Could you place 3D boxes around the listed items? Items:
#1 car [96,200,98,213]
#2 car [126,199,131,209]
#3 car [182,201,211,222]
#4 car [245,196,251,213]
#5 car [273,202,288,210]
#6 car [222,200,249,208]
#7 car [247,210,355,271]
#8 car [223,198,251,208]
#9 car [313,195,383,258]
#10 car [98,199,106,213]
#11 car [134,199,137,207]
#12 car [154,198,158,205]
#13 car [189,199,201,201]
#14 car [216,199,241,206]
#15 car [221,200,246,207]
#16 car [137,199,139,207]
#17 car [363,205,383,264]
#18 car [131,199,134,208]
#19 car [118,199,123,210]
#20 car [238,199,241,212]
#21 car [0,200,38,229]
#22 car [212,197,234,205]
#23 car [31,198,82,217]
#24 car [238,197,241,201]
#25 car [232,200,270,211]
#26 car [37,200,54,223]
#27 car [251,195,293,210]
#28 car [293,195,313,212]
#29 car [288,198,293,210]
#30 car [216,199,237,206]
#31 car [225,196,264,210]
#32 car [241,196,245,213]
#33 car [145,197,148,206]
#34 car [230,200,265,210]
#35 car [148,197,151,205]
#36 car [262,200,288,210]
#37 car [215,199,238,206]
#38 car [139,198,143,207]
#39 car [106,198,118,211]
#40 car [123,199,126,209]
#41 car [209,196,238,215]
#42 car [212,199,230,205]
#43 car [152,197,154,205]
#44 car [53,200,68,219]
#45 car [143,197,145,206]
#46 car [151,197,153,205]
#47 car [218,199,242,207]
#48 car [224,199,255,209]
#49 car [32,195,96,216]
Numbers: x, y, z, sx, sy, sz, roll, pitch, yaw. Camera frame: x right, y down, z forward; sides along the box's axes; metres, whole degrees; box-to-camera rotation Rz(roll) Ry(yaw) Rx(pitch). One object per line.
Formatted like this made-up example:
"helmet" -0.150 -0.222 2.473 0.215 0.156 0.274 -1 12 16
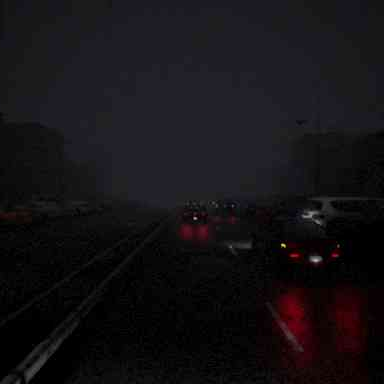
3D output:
"car" -12.596 1.634 34.480 4.674 1.452 2.002 0 -1 0
"car" -12.439 1.931 51.148 4.792 1.488 2.163 0 -1 0
"car" 0.251 1.635 26.273 1.895 1.301 4.718 0 0 0
"car" 7.776 1.281 28.545 5.566 2.045 2.435 0 -1 0
"car" 7.785 1.516 20.281 4.792 1.488 2.163 0 0 0
"car" 8.026 2.136 61.615 4.792 1.488 2.163 0 -1 0
"car" 3.161 1.528 10.756 1.812 1.442 4.674 0 0 0
"car" 7.949 1.925 58.863 4.553 1.767 2.185 0 -1 0
"car" 7.680 1.231 12.011 5.566 2.045 2.435 0 0 0
"car" -12.545 1.514 37.260 4.553 1.767 2.185 0 -1 0
"car" -12.419 2.012 56.705 4.892 1.521 2.231 0 -1 0
"car" -12.238 2.368 84.618 5.566 2.045 2.435 0 -1 0
"car" 0.344 1.605 42.036 2.097 1.767 4.553 0 -1 0
"car" 8.261 2.402 75.404 5.366 1.575 1.946 0 -1 0
"car" 8.010 2.205 64.409 4.674 1.452 2.002 0 -1 0
"car" -12.433 2.097 59.483 4.792 1.488 2.163 0 -1 0
"car" 7.661 1.357 9.254 4.553 1.767 2.185 0 0 0
"car" -12.452 1.955 53.926 5.008 1.535 2.097 0 -1 0
"car" -12.696 1.793 45.718 5.366 1.575 1.946 0 -1 0
"car" 7.850 1.682 36.808 4.674 1.452 2.002 0 -1 0
"car" -12.889 1.474 20.728 5.366 1.575 1.946 0 0 0
"car" 8.090 2.415 86.435 5.566 2.045 2.435 0 -1 0
"car" -12.826 1.523 28.930 5.366 1.575 1.946 0 -1 0
"car" 7.863 1.687 39.563 5.008 1.535 2.097 0 -1 0
"car" 7.929 1.818 45.076 4.792 1.488 2.163 0 -1 0
"car" -12.685 1.525 23.497 4.674 1.452 2.002 0 0 0
"car" 7.760 1.260 25.792 5.566 2.045 2.435 0 0 0
"car" 7.752 1.230 14.768 5.566 2.045 2.435 0 0 0
"car" 7.771 1.355 17.524 4.553 1.767 2.185 0 0 0
"car" 8.116 2.498 78.159 4.792 1.488 2.163 0 -1 0
"car" 7.961 1.639 50.595 5.566 2.045 2.435 0 -1 0
"car" 7.792 1.312 31.302 5.566 2.045 2.435 0 -1 0
"car" -12.347 2.332 70.597 4.792 1.488 2.163 0 -1 0
"car" 7.914 1.879 47.833 4.674 1.452 2.002 0 -1 0
"car" -12.304 2.365 73.376 4.892 1.521 2.231 0 -1 0
"car" 7.767 1.493 23.033 5.008 1.535 2.097 0 0 0
"car" 8.283 2.530 80.917 5.366 1.575 1.946 0 -1 0
"car" -12.376 2.127 62.387 5.008 1.535 2.097 0 -1 0
"car" -12.538 1.745 42.938 4.892 1.521 2.231 0 -1 0
"car" -12.462 1.722 48.380 4.553 1.767 2.185 0 -1 0
"car" 3.305 1.492 35.504 2.097 1.767 4.553 0 -1 0
"car" 8.145 2.875 94.697 5.008 1.535 2.097 0 -1 0
"car" -12.264 2.429 81.803 4.553 1.767 2.185 0 -1 0
"car" -12.659 1.541 26.154 4.674 1.452 2.002 0 0 0
"car" -12.366 2.187 65.166 4.892 1.521 2.231 0 -1 0
"car" -12.251 2.528 78.930 4.674 1.452 2.002 0 -1 0
"car" 8.015 2.312 69.885 4.792 1.488 2.163 0 -1 0
"car" 7.959 1.996 56.103 5.008 1.535 2.097 0 -1 0
"car" -12.590 1.305 31.709 5.566 2.045 2.435 0 -1 0
